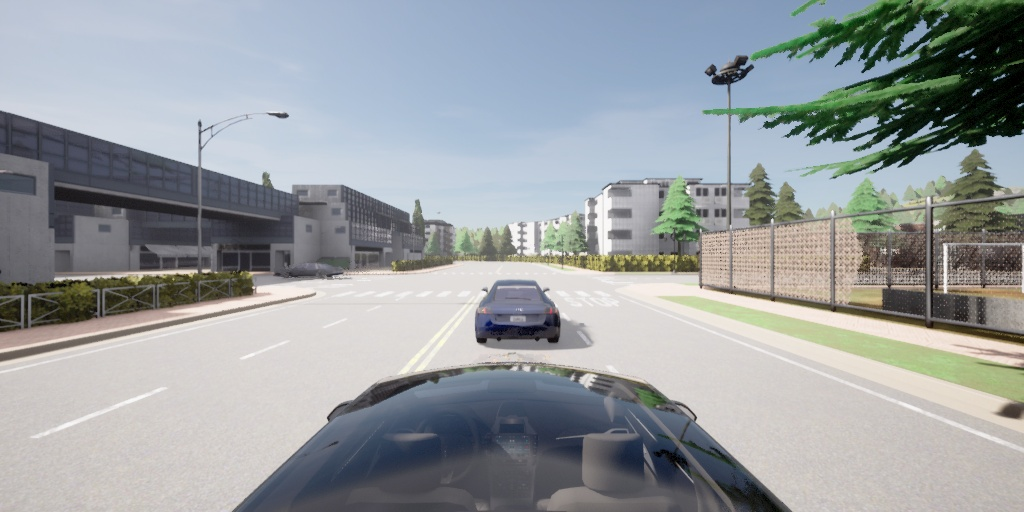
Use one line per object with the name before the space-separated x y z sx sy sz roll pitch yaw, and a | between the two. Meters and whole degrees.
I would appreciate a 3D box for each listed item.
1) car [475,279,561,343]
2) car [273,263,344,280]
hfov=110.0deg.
car | 0.106 1.310 9.660 1.994 1.385 4.181 0 0 -1
car | -17.550 1.283 31.122 5.357 1.411 2.033 0 0 -2
